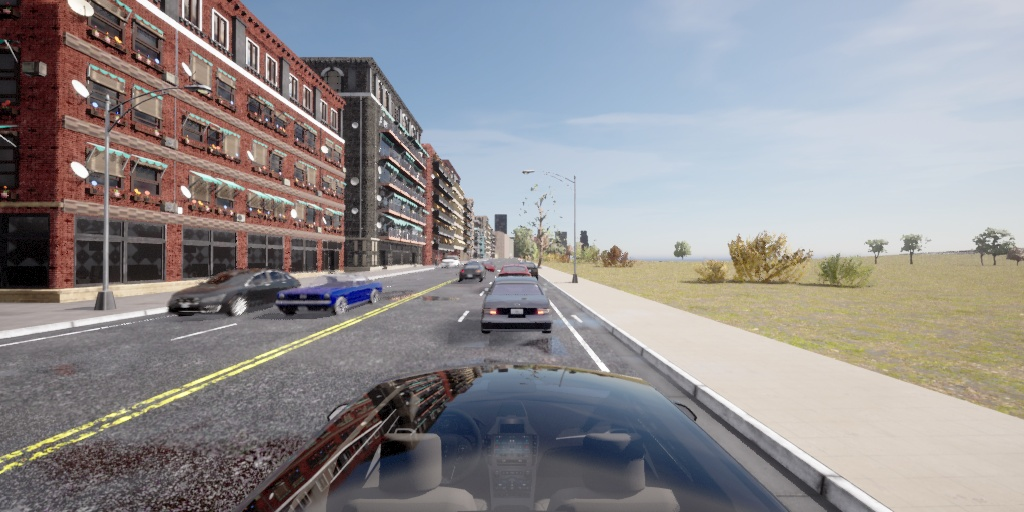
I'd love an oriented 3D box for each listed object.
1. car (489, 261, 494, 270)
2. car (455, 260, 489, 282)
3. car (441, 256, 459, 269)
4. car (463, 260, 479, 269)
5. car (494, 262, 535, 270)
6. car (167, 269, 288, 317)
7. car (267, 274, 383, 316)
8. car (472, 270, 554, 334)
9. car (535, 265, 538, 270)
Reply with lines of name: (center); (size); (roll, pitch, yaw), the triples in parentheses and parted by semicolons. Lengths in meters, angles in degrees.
car: (-3.062, 1.316, 45.182); (1.994, 1.385, 4.181); (0, 0, 0)
car: (-3.095, 1.279, 28.655); (1.812, 1.442, 4.674); (0, 0, 0)
car: (-9.723, 0.974, 56.704); (2.150, 2.045, 5.566); (0, 0, 0)
car: (-6.472, 1.316, 56.876); (1.994, 1.385, 4.181); (0, 0, 0)
car: (0.142, 1.231, 21.159); (1.882, 1.535, 5.008); (0, 0, 0)
car: (-9.828, 1.257, 13.210); (1.837, 1.490, 4.892); (0, 0, 0)
car: (-6.576, 1.353, 13.484); (1.895, 1.301, 4.718); (0, 0, 0)
car: (0.117, 1.299, 10.619); (2.033, 1.411, 5.357); (0, 0, 0)
car: (1.197, 1.232, 30.597); (1.882, 1.535, 5.008); (0, 0, 0)
